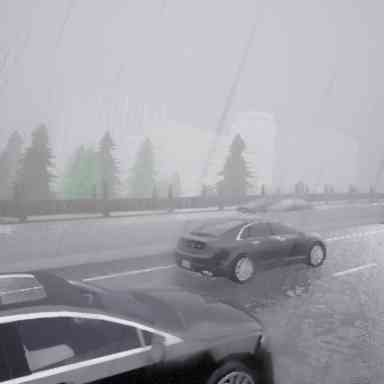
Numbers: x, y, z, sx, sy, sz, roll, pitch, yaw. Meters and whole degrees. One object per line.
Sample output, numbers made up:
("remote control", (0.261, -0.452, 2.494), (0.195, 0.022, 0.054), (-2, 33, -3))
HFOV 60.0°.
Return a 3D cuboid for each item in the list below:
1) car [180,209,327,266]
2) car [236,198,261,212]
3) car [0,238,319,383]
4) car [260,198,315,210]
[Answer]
("car", (1.835, 1.442, 9.353), (4.892, 1.490, 1.837), (-1, 1, -35))
("car", (6.485, 1.281, 30.093), (5.357, 1.411, 2.033), (-1, 1, -35))
("car", (-1.376, 1.481, 2.764), (4.902, 1.511, 2.128), (0, 0, -35))
("car", (8.020, 1.267, 26.890), (4.674, 1.442, 1.812), (-1, 1, -35))
